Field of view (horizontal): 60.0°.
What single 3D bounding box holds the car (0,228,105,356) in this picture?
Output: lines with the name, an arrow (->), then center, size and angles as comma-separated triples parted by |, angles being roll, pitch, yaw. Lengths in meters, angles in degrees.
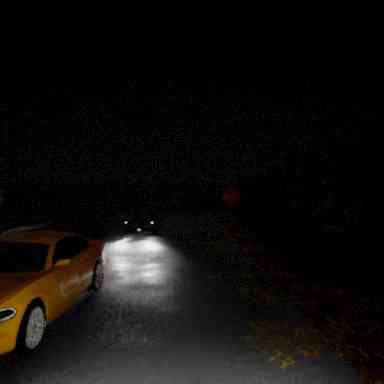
car -> -3.132, 1.533, 6.374 | 1.882, 1.535, 5.008 | 0, -1, 1

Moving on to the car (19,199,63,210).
car -> -17.062, 1.675, 37.602 | 4.553, 1.767, 2.097 | 0, -1, 2

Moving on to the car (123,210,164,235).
car -> -2.879, 1.789, 20.467 | 1.895, 1.301, 4.718 | 0, -1, 1
